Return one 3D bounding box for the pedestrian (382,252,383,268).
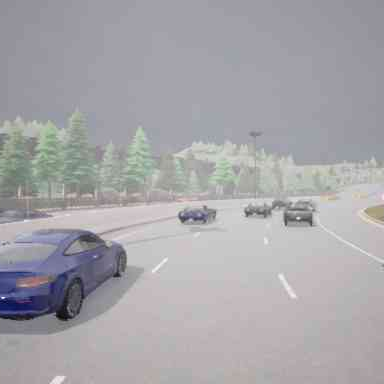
[{"bbox_3d":[5.213,1.574,8.654,0.375,1.300,0.375,0,0,7],"label":"pedestrian"}]

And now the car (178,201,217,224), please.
[{"bbox_3d":[0.559,1.601,24.884,1.895,1.301,4.718,0,0,16],"label":"car"}]

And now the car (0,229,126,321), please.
[{"bbox_3d":[-2.856,1.526,7.236,1.812,1.442,4.674,0,0,5],"label":"car"}]

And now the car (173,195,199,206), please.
[{"bbox_3d":[-0.963,1.352,55.752,2.097,1.767,4.553,0,0,32],"label":"car"}]

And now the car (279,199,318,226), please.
[{"bbox_3d":[7.515,1.491,23.620,2.128,1.511,4.902,0,0,16],"label":"car"}]

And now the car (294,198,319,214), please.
[{"bbox_3d":[12.829,1.491,37.017,2.128,1.511,4.902,0,0,26],"label":"car"}]

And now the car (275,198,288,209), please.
[{"bbox_3d":[11.505,1.504,42.225,1.837,1.490,4.892,0,0,29],"label":"car"}]

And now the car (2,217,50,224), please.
[{"bbox_3d":[-8.738,1.564,16.706,1.994,1.385,4.181,0,0,11],"label":"car"}]

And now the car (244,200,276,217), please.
[{"bbox_3d":[6.217,1.600,30.719,1.895,1.301,4.718,0,0,21],"label":"car"}]
